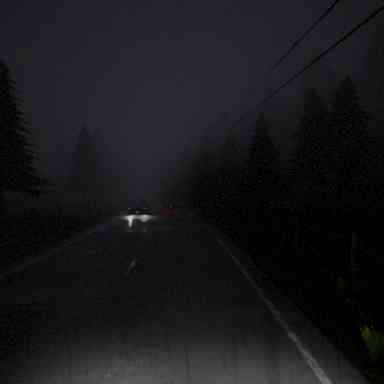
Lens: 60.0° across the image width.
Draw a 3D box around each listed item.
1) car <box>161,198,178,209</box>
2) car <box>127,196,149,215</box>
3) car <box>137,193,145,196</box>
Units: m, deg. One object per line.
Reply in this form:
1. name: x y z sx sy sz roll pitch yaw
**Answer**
1. car: -2.803 1.335 41.407 1.895 1.301 4.718 0 0 -8
2. car: -5.016 1.347 31.438 2.033 1.411 5.357 0 0 -6
3. car: -10.977 0.998 72.041 1.882 1.535 5.008 0 0 -13
